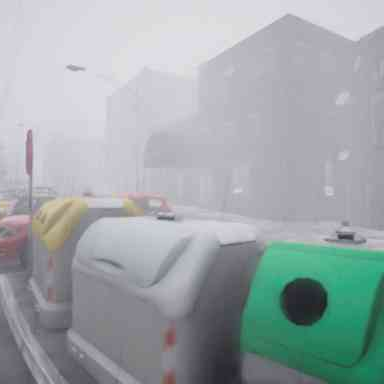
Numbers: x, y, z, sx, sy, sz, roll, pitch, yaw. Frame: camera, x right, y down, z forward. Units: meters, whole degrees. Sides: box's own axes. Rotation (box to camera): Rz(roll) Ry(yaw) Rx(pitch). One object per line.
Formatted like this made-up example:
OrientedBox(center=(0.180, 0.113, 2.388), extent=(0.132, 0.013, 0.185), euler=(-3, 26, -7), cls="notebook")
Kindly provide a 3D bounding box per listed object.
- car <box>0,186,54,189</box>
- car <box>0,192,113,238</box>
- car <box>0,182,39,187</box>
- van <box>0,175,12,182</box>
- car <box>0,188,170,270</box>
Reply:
OrientedBox(center=(-11.080, 0.622, 23.094), extent=(4.892, 1.521, 2.231), euler=(1, 3, -33), cls="car")
OrientedBox(center=(-6.296, 0.957, 15.542), extent=(4.553, 1.767, 2.185), euler=(1, 2, -33), cls="car")
OrientedBox(center=(-12.567, 0.349, 25.469), extent=(4.553, 1.767, 2.185), euler=(1, 3, -33), cls="car")
OrientedBox(center=(-42.141, -2.624, 71.903), extent=(4.442, 1.987, 1.878), euler=(1, 3, -33), cls="van")
OrientedBox(center=(-3.183, 1.062, 10.680), extent=(5.566, 2.045, 2.435), euler=(1, 2, -33), cls="car")
